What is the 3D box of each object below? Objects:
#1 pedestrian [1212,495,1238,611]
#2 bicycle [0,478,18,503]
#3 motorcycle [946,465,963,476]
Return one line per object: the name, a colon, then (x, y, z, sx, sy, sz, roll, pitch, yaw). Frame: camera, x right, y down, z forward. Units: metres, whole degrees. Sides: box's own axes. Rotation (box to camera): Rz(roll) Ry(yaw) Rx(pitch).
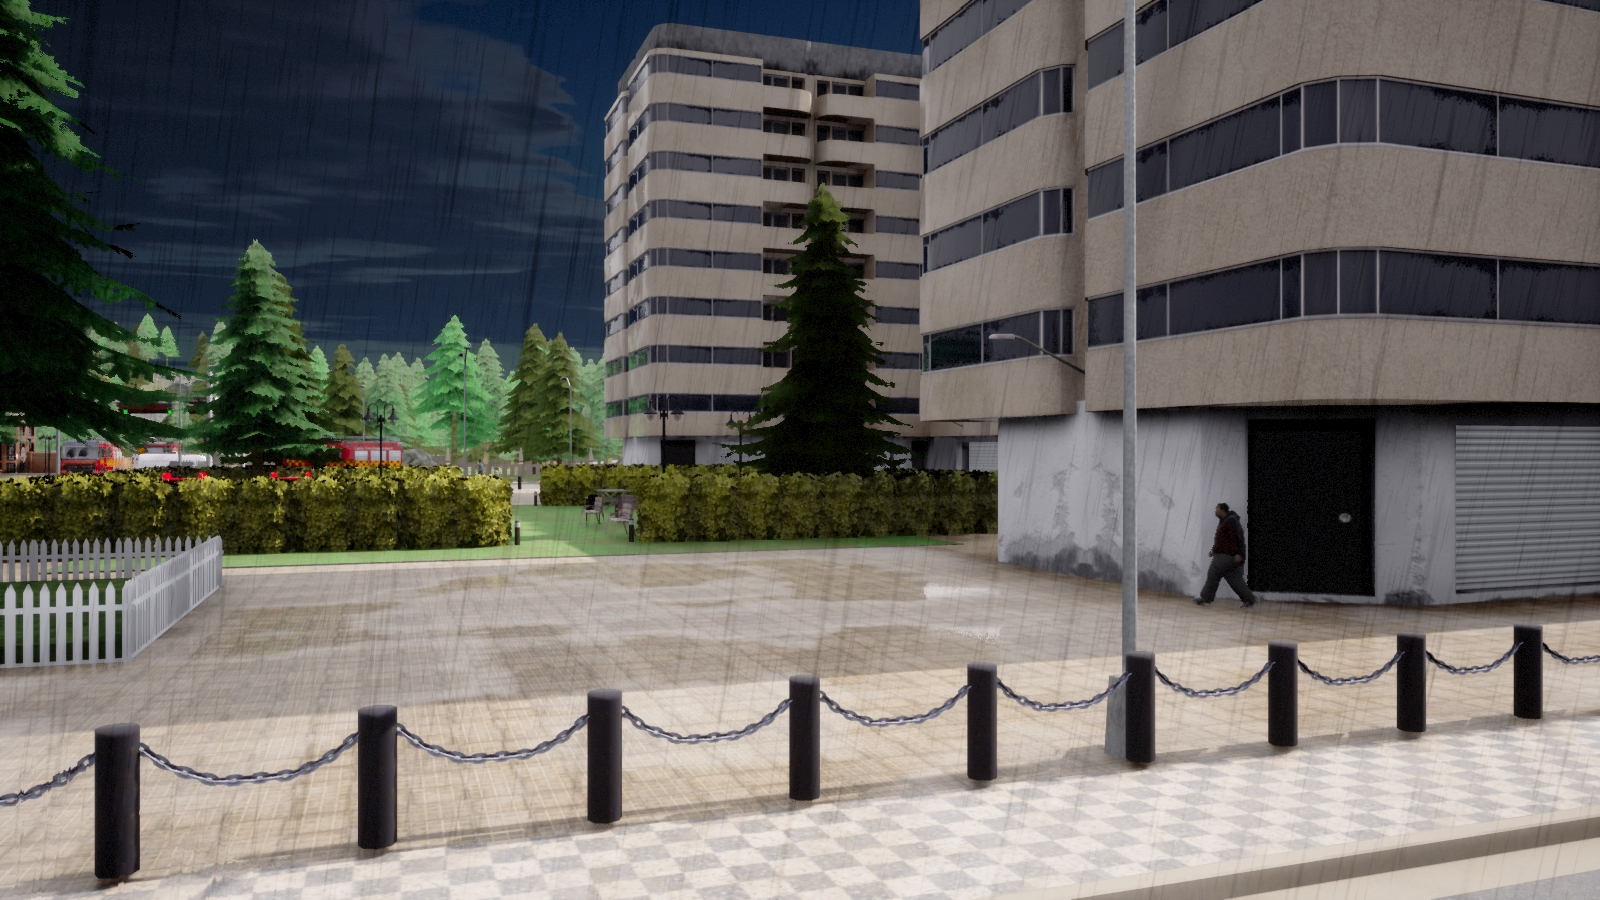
pedestrian: (6.963, 1.672, 18.721, 0.375, 1.860, 0.375, 0, 0, 16)
bicycle: (-42.584, 2.158, 61.270, 0.859, 1.276, 1.487, 0, 0, -26)
motorcycle: (16.084, 2.131, 119.009, 0.803, 1.199, 2.033, 0, 0, -20)
